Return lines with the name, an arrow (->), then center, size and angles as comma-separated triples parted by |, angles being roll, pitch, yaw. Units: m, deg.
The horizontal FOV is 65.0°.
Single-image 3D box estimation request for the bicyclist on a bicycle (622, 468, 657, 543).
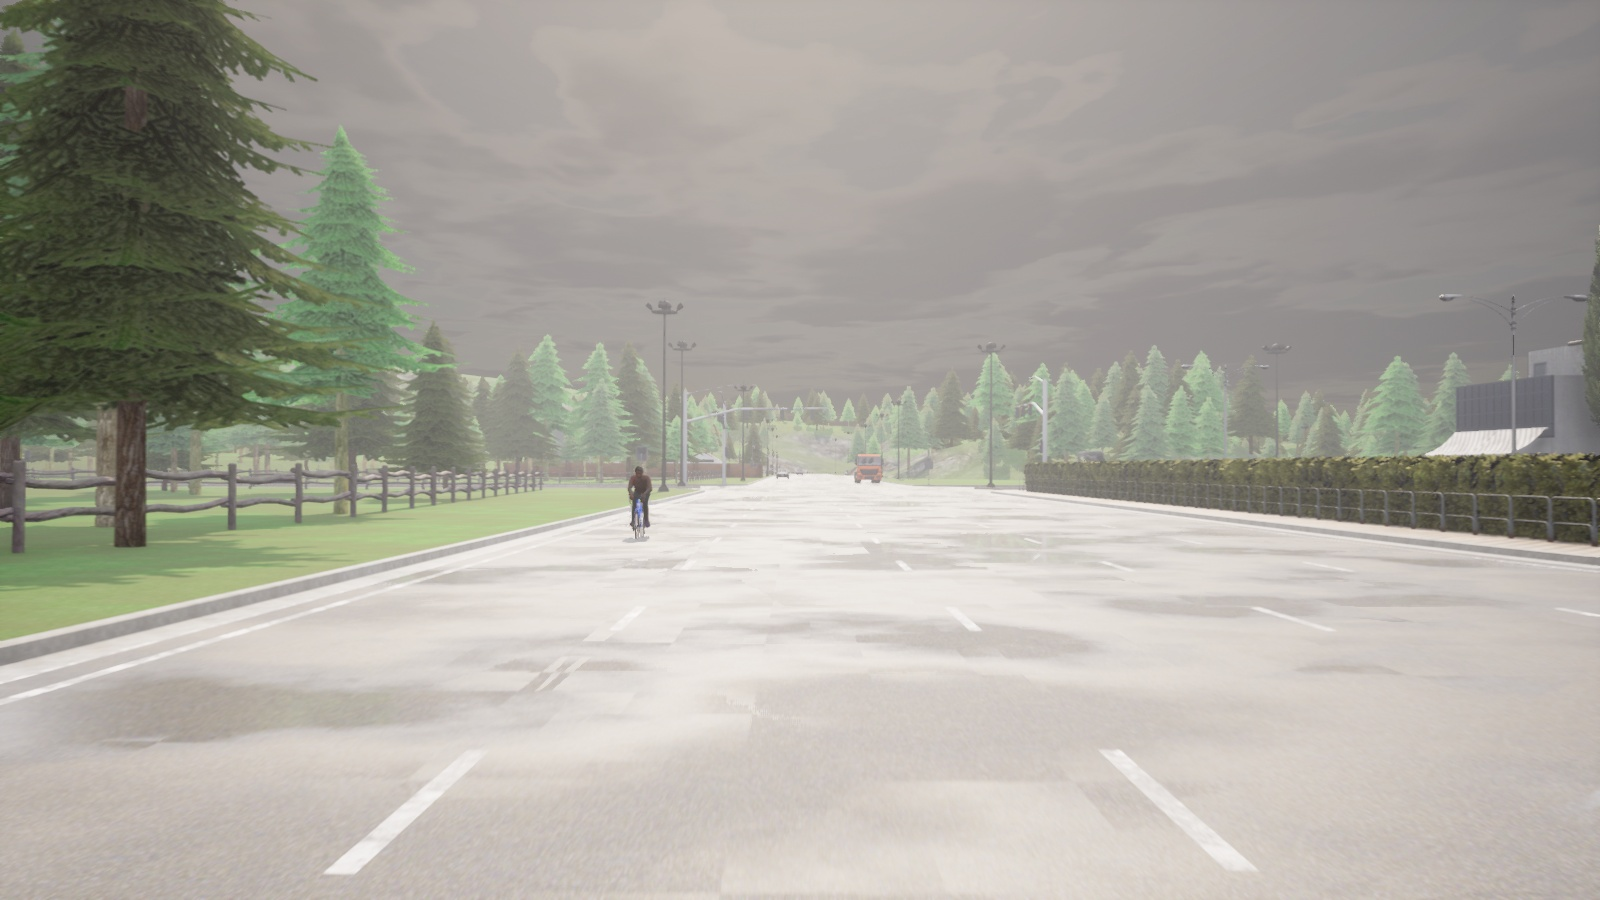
bicyclist on a bicycle -> -3.564, 1.213, 27.978 | 0.582, 1.620, 1.656 | 0, -1, 0
